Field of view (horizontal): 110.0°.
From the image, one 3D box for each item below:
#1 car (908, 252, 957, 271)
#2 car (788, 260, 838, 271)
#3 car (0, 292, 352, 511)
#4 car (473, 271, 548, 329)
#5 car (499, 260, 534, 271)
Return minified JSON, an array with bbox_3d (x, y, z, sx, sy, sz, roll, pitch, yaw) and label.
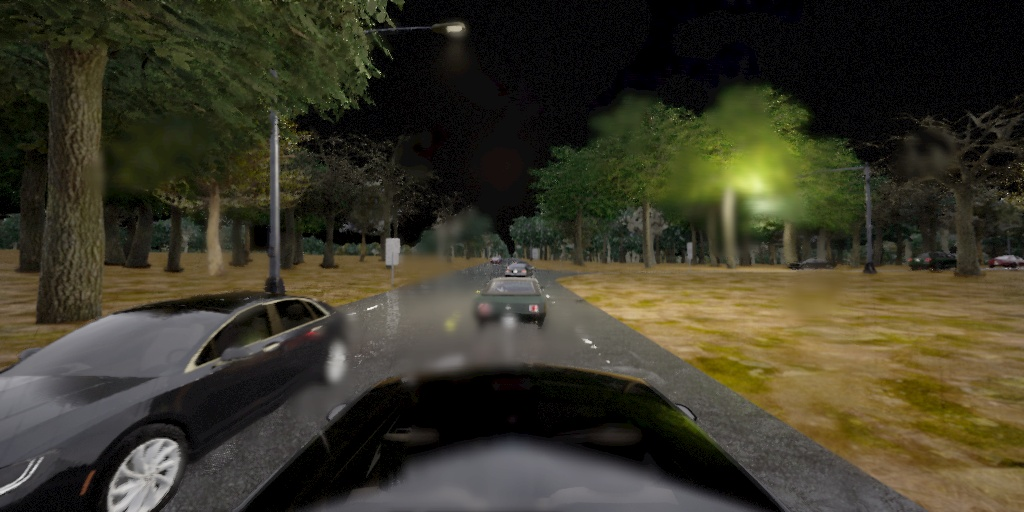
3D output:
[{"bbox_3d":[47.595,0.587,40.124,5.566,2.045,2.150,-1,-2,-8],"label":"car"},{"bbox_3d":[35.066,1.105,41.933,4.718,1.301,1.895,0,-2,-4],"label":"car"},{"bbox_3d":[-3.597,1.246,4.127,1.837,1.490,4.892,0,0,0],"label":"car"},{"bbox_3d":[0.066,1.312,11.088,1.895,1.301,4.718,0,0,3],"label":"car"},{"bbox_3d":[0.662,1.187,28.861,2.033,1.411,5.357,0,0,9],"label":"car"}]
